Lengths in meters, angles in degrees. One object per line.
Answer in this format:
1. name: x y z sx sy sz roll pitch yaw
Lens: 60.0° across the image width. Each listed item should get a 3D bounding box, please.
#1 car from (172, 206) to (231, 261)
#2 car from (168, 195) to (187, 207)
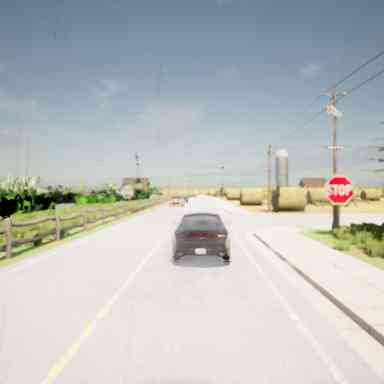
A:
1. car: 0.368 1.486 12.146 1.837 1.490 4.892 0 0 3
2. car: -2.235 1.283 48.905 2.097 1.767 4.553 0 0 2
